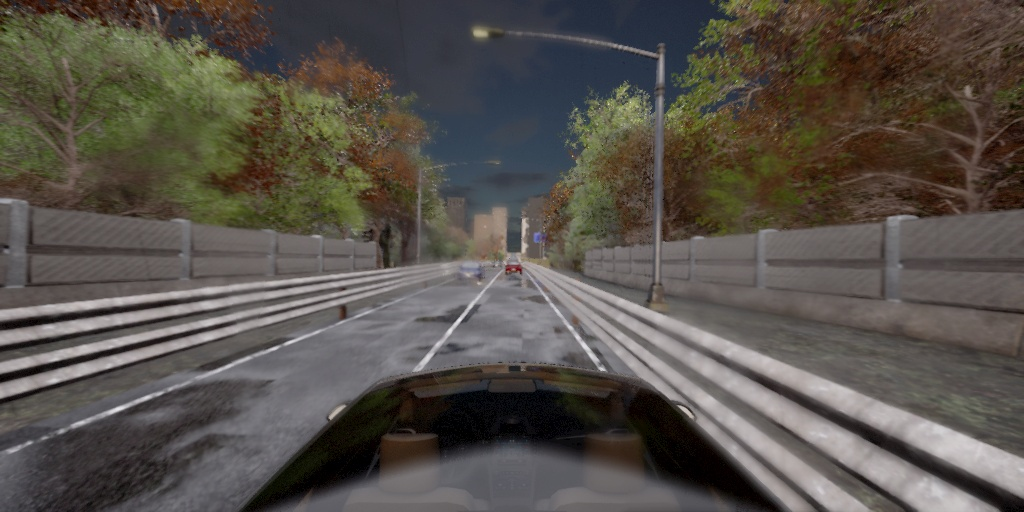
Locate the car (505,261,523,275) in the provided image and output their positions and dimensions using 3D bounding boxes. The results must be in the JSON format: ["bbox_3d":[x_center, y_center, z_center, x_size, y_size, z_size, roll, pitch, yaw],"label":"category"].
[{"bbox_3d":[0.183,1.257,40.068,1.882,1.535,5.008,1,0,0],"label":"car"}]

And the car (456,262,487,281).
[{"bbox_3d":[-3.209,1.198,28.970,1.812,1.442,4.674,1,0,0],"label":"car"}]
